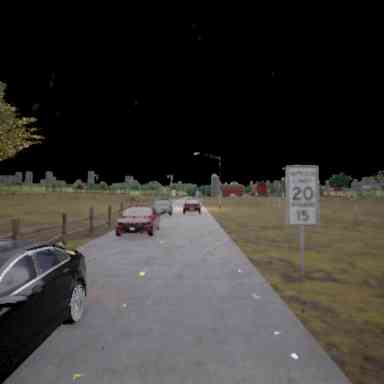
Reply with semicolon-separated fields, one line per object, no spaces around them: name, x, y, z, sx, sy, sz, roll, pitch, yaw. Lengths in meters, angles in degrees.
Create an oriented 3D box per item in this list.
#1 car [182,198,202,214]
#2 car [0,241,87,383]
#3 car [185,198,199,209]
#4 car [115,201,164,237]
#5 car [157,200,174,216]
car;0.009;1.500;35.600;1.882;1.535;5.008;0;0;0
car;-2.858;1.492;4.313;2.128;1.511;4.902;0;0;0
car;0.028;1.605;47.569;1.994;1.385;4.181;0;0;0
car;-2.842;1.483;18.279;1.882;1.535;5.008;0;0;0
car;-2.806;1.523;32.622;1.837;1.490;4.892;0;0;0
